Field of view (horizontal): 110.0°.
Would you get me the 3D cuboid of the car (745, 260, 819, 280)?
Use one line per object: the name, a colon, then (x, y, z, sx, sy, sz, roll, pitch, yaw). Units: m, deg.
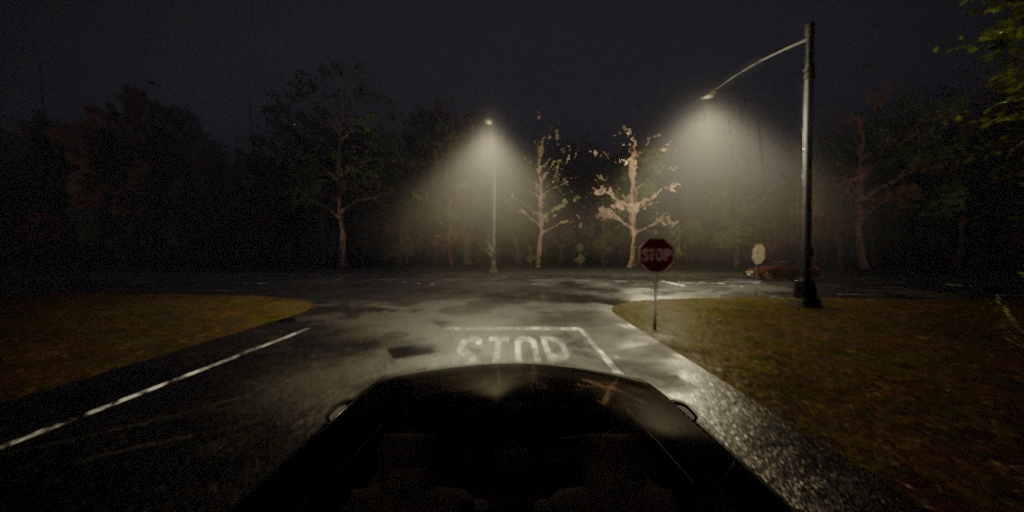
car: (19.398, 1.034, 25.832, 4.674, 1.442, 1.812, -1, 1, 0)
